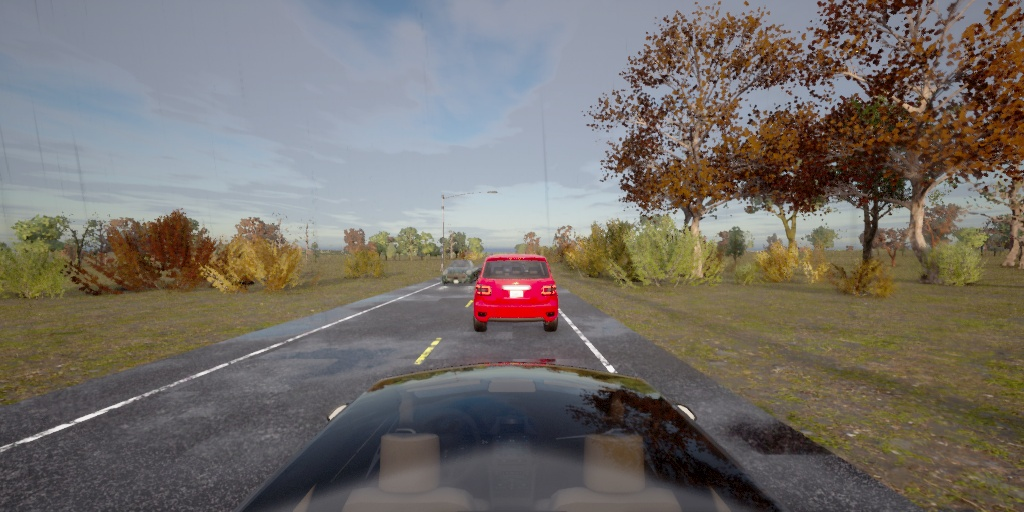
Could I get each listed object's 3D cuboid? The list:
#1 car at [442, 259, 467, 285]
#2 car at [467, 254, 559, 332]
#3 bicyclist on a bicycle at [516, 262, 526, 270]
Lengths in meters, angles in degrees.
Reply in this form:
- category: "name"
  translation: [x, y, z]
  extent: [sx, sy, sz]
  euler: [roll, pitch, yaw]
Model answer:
- category: "car"
  translation: [-3.682, 1.093, 25.860]
  extent: [2.097, 1.767, 4.553]
  euler: [0, 0, 0]
- category: "car"
  translation: [0.078, 0.968, 10.990]
  extent: [2.150, 2.045, 5.566]
  euler: [0, 0, -1]
- category: "bicyclist on a bicycle"
  translation: [0.859, 1.110, 30.169]
  extent: [0.659, 1.776, 1.843]
  euler: [0, 0, 0]
